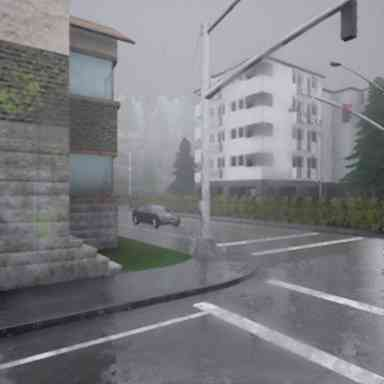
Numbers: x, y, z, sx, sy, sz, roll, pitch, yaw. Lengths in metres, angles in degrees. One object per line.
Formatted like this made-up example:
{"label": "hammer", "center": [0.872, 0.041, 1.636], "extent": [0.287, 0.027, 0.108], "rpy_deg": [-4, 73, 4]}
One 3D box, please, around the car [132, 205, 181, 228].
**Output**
{"label": "car", "center": [-2.633, 1.695, 23.957], "extent": [1.837, 1.490, 4.892], "rpy_deg": [0, 0, -36]}
